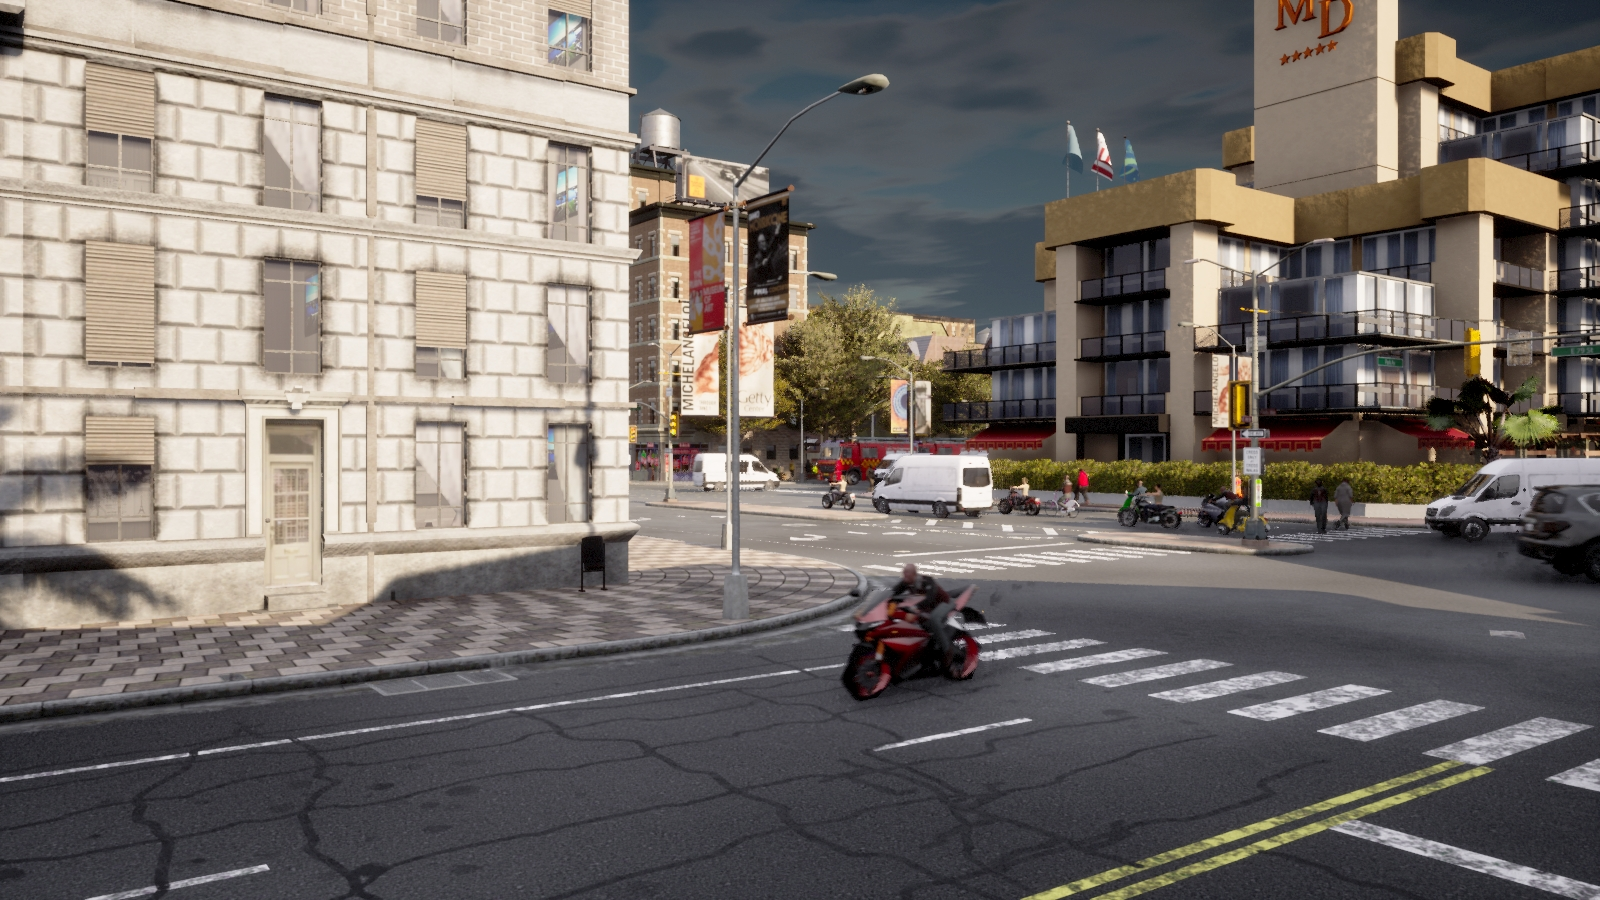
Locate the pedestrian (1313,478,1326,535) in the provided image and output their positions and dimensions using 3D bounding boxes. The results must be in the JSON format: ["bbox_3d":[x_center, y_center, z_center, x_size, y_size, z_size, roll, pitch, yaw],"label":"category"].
[{"bbox_3d":[17.067,1.849,37.524,0.375,1.860,0.375,0,0,25],"label":"pedestrian"}]

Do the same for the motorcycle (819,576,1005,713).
[{"bbox_3d":[1.343,2.205,13.341,2.209,1.251,0.867,0,-1,-41],"label":"motorcycle"}]

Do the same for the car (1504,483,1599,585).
[{"bbox_3d":[18.530,1.780,24.400,5.566,2.045,2.150,0,1,15],"label":"car"}]

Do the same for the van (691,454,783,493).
[{"bbox_3d":[-4.210,1.534,77.113,5.915,2.561,1.988,0,0,-27],"label":"van"}]

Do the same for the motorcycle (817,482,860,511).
[{"bbox_3d":[1.797,2.170,53.778,0.764,1.277,2.356,0,0,-37],"label":"motorcycle"}]

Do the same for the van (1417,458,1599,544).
[{"bbox_3d":[22.707,1.534,35.469,5.915,2.561,1.988,0,0,11],"label":"van"}]

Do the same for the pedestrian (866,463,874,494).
[{"bbox_3d":[4.232,1.698,69.049,0.375,1.860,0.375,0,0,-30],"label":"pedestrian"}]

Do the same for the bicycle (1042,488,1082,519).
[{"bbox_3d":[10.851,2.210,47.360,0.329,1.171,1.835,0,0,-36],"label":"bicycle"}]

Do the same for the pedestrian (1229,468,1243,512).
[{"bbox_3d":[18.527,1.697,48.533,0.375,1.860,0.375,0,0,-28],"label":"pedestrian"}]

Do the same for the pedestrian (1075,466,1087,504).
[{"bbox_3d":[13.681,1.696,55.630,0.375,1.860,0.375,0,0,-36],"label":"pedestrian"}]

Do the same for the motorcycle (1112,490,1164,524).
[{"bbox_3d":[13.079,2.182,44.246,0.856,1.236,1.805,0,0,-36],"label":"motorcycle"}]

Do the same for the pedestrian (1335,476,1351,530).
[{"bbox_3d":[19.055,1.848,40.119,0.375,1.860,0.375,0,0,-36],"label":"pedestrian"}]

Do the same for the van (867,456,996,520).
[{"bbox_3d":[5.511,1.535,48.671,1.988,2.561,5.915,0,0,-36],"label":"van"}]

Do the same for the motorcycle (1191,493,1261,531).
[{"bbox_3d":[15.193,2.205,40.836,0.867,1.251,2.209,0,0,-39],"label":"motorcycle"}]

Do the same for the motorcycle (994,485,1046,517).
[{"bbox_3d":[9.406,2.170,48.968,0.764,1.277,2.356,0,0,-34],"label":"motorcycle"}]
